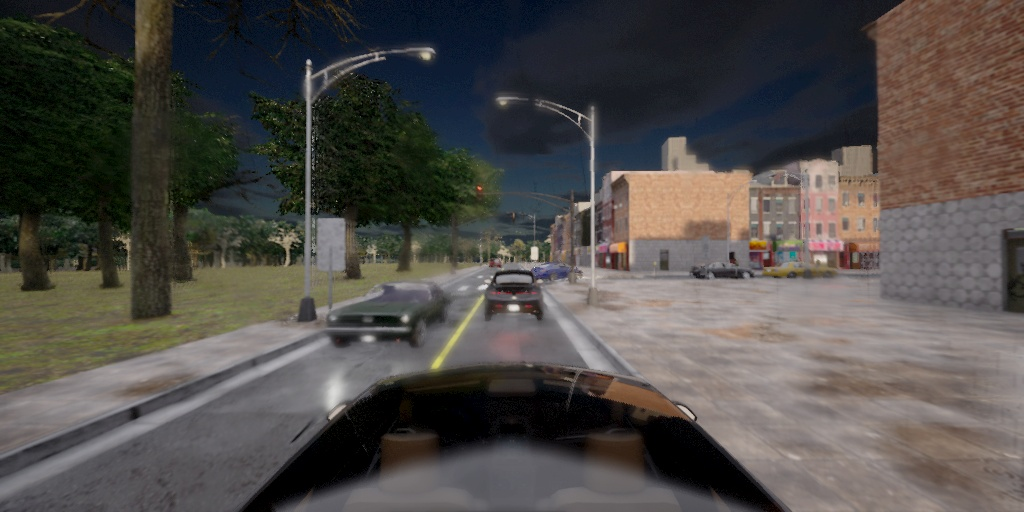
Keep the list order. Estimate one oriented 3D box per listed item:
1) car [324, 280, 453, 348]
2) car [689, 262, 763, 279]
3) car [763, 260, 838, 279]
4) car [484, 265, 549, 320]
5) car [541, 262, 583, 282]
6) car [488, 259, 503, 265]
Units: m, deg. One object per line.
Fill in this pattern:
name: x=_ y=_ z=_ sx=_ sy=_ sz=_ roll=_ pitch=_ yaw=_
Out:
car: x=-2.837 y=1.334 z=9.305 sx=1.895 sy=1.301 sz=4.718 roll=0 pitch=0 yaw=0
car: x=15.468 y=1.078 z=26.504 sx=4.403 sy=1.370 sz=2.007 roll=0 pitch=0 yaw=0
car: x=21.312 y=1.008 z=26.546 sx=4.829 sy=1.417 sz=1.751 roll=0 pitch=0 yaw=0
car: x=0.071 y=1.232 z=12.576 sx=1.837 sy=1.490 sz=4.892 roll=0 pitch=0 yaw=0
car: x=3.455 y=1.196 z=27.613 sx=4.674 sy=1.442 sz=1.812 roll=-1 pitch=-2 yaw=-41
car: x=-2.826 y=1.250 z=59.727 sx=1.882 sy=1.535 sz=5.008 roll=0 pitch=0 yaw=1
